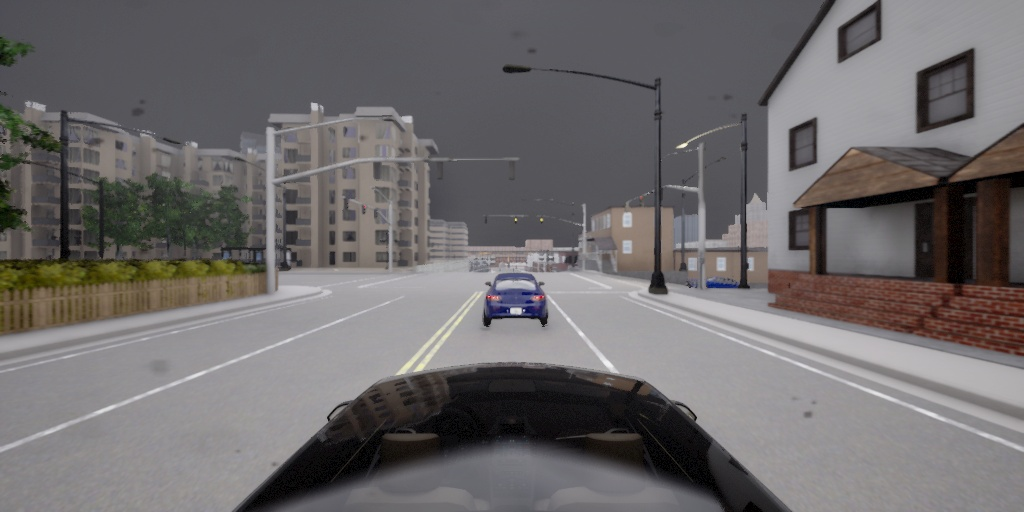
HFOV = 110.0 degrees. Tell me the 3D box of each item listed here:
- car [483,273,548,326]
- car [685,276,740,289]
[{"bbox_3d":[0.097,1.257,11.514,1.812,1.442,4.674,0,0,0],"label":"car"},{"bbox_3d":[17.801,2.518,31.324,5.008,1.535,1.882,9,0,0],"label":"car"}]
